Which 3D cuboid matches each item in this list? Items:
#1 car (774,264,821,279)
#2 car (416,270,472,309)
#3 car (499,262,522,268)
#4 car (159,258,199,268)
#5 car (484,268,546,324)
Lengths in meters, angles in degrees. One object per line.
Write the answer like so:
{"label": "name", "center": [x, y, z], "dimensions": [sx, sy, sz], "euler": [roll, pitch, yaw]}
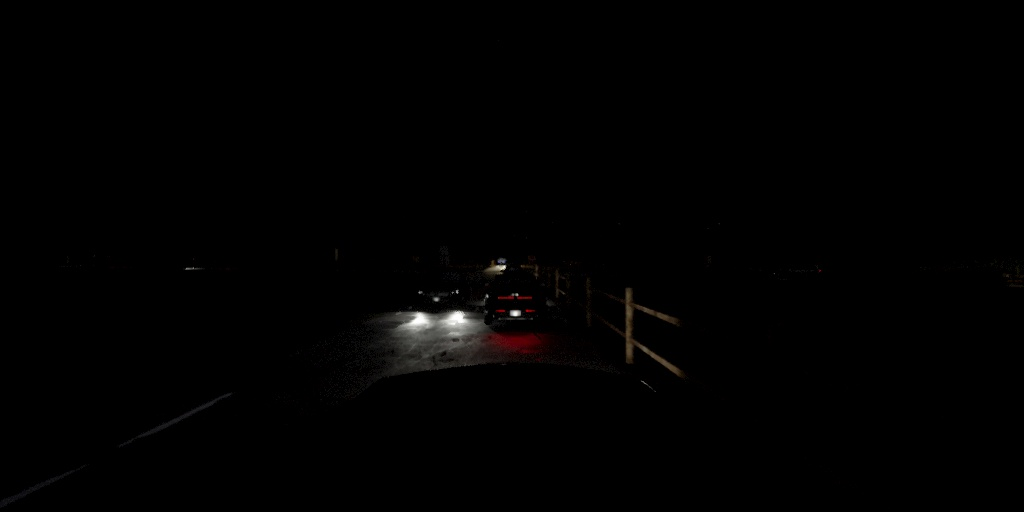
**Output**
{"label": "car", "center": [40.082, 2.167, 50.408], "dimensions": [5.566, 2.045, 2.150], "euler": [2, 1, 0]}
{"label": "car", "center": [-2.828, 1.373, 15.747], "dimensions": [1.812, 1.442, 4.674], "euler": [0, 0, 0]}
{"label": "car", "center": [0.130, 1.451, 28.508], "dimensions": [1.812, 1.442, 4.674], "euler": [0, 0, 0]}
{"label": "car", "center": [-44.463, 0.937, 47.217], "dimensions": [4.181, 1.385, 1.994], "euler": [1, 1, 0]}
{"label": "car", "center": [0.103, 1.330, 12.275], "dimensions": [1.837, 1.490, 4.892], "euler": [0, 0, 0]}
